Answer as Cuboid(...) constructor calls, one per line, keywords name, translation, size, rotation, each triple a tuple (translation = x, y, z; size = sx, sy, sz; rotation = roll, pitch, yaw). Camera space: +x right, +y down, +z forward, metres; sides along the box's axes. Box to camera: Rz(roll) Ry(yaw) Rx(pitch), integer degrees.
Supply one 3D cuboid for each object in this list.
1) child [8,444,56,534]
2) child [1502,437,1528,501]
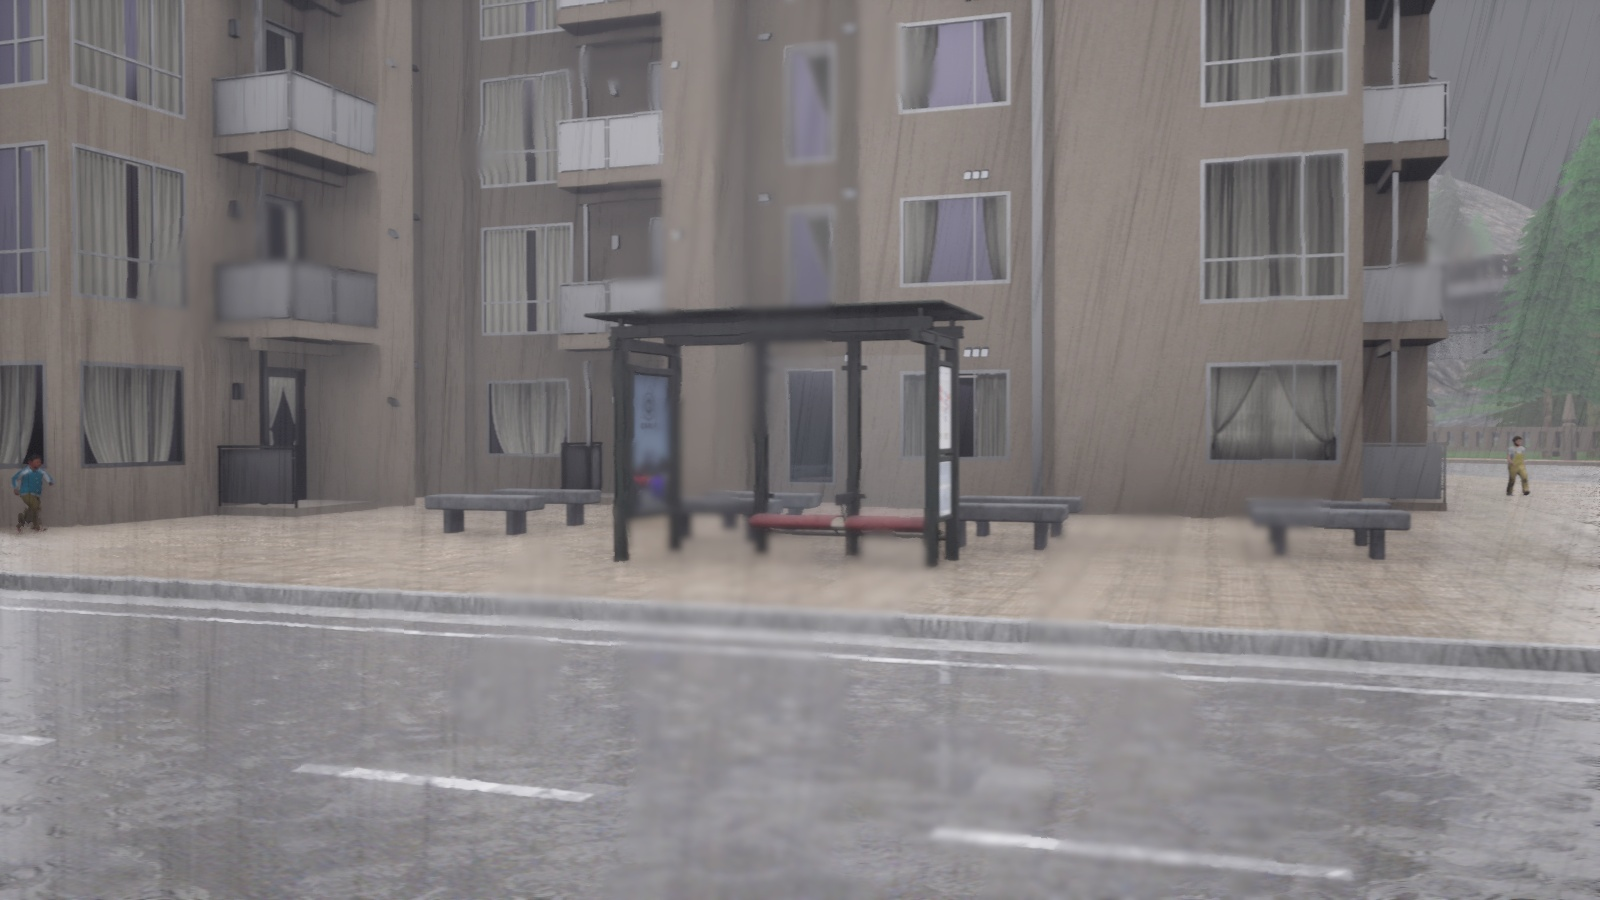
Cuboid(name="child", translation=(-10.420, 0.525, 17.034), size=(0.448, 1.192, 0.343), rotation=(1, 1, 18))
Cuboid(name="child", translation=(14.284, 0.366, 25.087), size=(0.270, 1.263, 0.437), rotation=(0, 1, 4))
